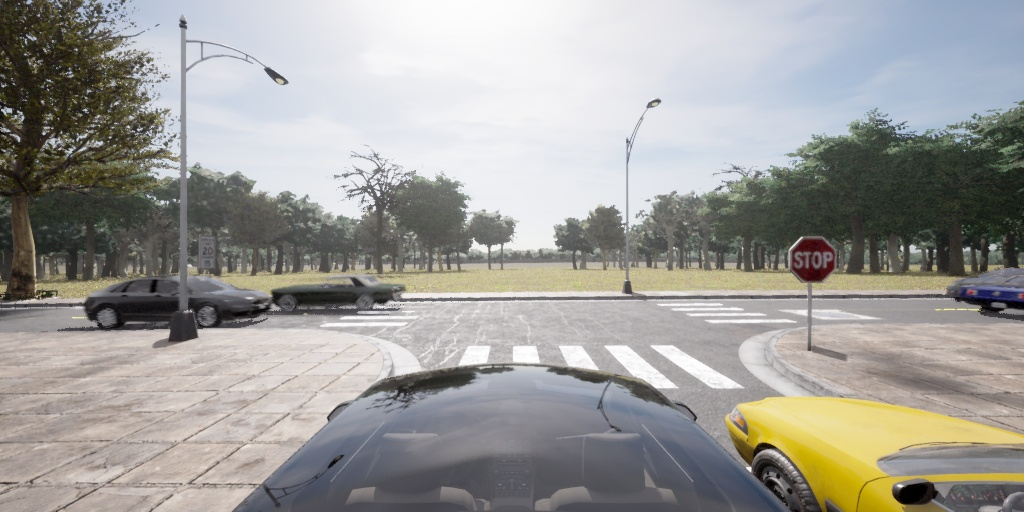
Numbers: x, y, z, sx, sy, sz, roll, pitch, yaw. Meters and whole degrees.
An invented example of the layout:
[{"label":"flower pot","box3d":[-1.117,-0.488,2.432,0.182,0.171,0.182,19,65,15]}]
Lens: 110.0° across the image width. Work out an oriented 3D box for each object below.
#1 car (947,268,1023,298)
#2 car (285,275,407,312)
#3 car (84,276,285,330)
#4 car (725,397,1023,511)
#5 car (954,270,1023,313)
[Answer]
[{"label":"car","box3d":[19.716,1.153,13.829,4.181,1.385,1.994,0,0,0]},{"label":"car","box3d":[-6.733,1.404,14.047,4.718,1.301,1.895,-1,0,0]},{"label":"car","box3d":[-10.169,1.360,11.127,4.892,1.490,1.837,-1,0,0]},{"label":"car","box3d":[2.634,1.275,1.051,1.751,1.417,4.829,0,0,0]},{"label":"car","box3d":[17.048,1.202,10.894,4.718,1.301,1.895,0,0,1]}]
